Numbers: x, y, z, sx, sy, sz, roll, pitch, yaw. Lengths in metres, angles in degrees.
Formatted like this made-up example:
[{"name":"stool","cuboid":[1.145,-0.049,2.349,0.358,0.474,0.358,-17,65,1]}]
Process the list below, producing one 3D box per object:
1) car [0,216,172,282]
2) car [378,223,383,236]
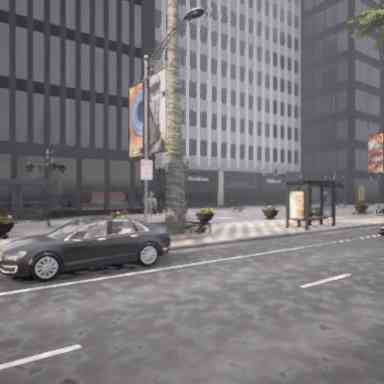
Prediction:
[{"name":"car","cuboid":[-2.930,1.481,9.869,4.892,1.521,2.231,0,0,-35]},{"name":"car","cuboid":[11.300,1.551,16.330,5.357,1.411,2.033,0,0,-35]}]
